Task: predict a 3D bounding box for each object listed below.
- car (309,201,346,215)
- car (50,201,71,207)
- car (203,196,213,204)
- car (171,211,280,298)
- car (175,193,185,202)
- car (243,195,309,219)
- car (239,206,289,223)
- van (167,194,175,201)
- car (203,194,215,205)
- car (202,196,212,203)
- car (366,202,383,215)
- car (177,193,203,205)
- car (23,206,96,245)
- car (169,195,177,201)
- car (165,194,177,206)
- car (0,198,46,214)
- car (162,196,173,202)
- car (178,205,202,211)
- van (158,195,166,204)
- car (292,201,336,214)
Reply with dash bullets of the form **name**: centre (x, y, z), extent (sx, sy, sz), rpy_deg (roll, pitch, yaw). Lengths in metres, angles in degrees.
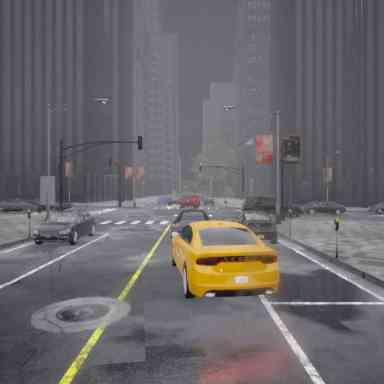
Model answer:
- **car**: centre (14.749, 1.814, 37.599), extent (4.892, 1.490, 1.837), rpy_deg (1, 0, 1)
- **car**: centre (-15.267, 1.307, 34.293), extent (5.357, 1.411, 2.033), rpy_deg (1, 0, -1)
- **car**: centre (2.992, 1.547, 63.343), extent (1.752, 1.417, 4.829), rpy_deg (0, 0, 1)
- **car**: centre (0.555, 1.478, 8.635), extent (1.882, 1.535, 5.008), rpy_deg (0, 0, -9)
- **car**: centre (-2.665, 1.254, 75.493), extent (2.150, 2.045, 5.566), rpy_deg (0, 0, 1)
- **car**: centre (7.466, 1.346, 30.921), extent (5.566, 2.045, 2.150), rpy_deg (2, 0, 0)
- **car**: centre (2.761, 1.553, 15.477), extent (2.008, 1.369, 4.403), rpy_deg (0, 0, 0)
- **van**: centre (-5.339, 1.376, 85.296), extent (1.690, 1.788, 3.998), rpy_deg (0, 0, 1)
- **car**: centre (2.941, 1.569, 57.660), extent (2.008, 1.369, 4.403), rpy_deg (0, 0, 1)
- **car**: centre (3.039, 1.575, 68.686), extent (2.008, 1.369, 4.403), rpy_deg (0, 0, 1)
- **car**: centre (24.110, 1.982, 40.820), extent (4.902, 1.511, 2.128), rpy_deg (1, 0, 0)
- **car**: centre (-0.223, 1.259, 45.998), extent (2.150, 2.045, 5.566), rpy_deg (1, 0, 8)
- **car**: centre (-5.764, 1.553, 15.479), extent (2.008, 1.369, 4.403), rpy_deg (0, 0, 0)
- **car**: centre (-5.291, 1.583, 90.808), extent (1.887, 1.381, 4.507), rpy_deg (0, 0, 1)
- **car**: centre (-2.912, 1.495, 55.322), extent (1.882, 1.535, 5.008), rpy_deg (0, 0, 1)
- **car**: centre (-16.004, 1.303, 30.997), extent (4.181, 1.385, 1.994), rpy_deg (1, 0, 0)
- **car**: centre (-5.437, 1.594, 74.271), extent (1.947, 1.339, 4.313), rpy_deg (0, 0, 1)
- **car**: centre (0.049, 1.566, 16.168), extent (1.994, 1.385, 4.181), rpy_deg (0, 0, 0)
- **van**: centre (-5.534, 1.363, 63.247), extent (1.690, 1.788, 3.998), rpy_deg (0, 0, 1)
- **car**: centre (14.899, 1.844, 40.859), extent (4.674, 1.442, 1.812), rpy_deg (1, 0, 2)
